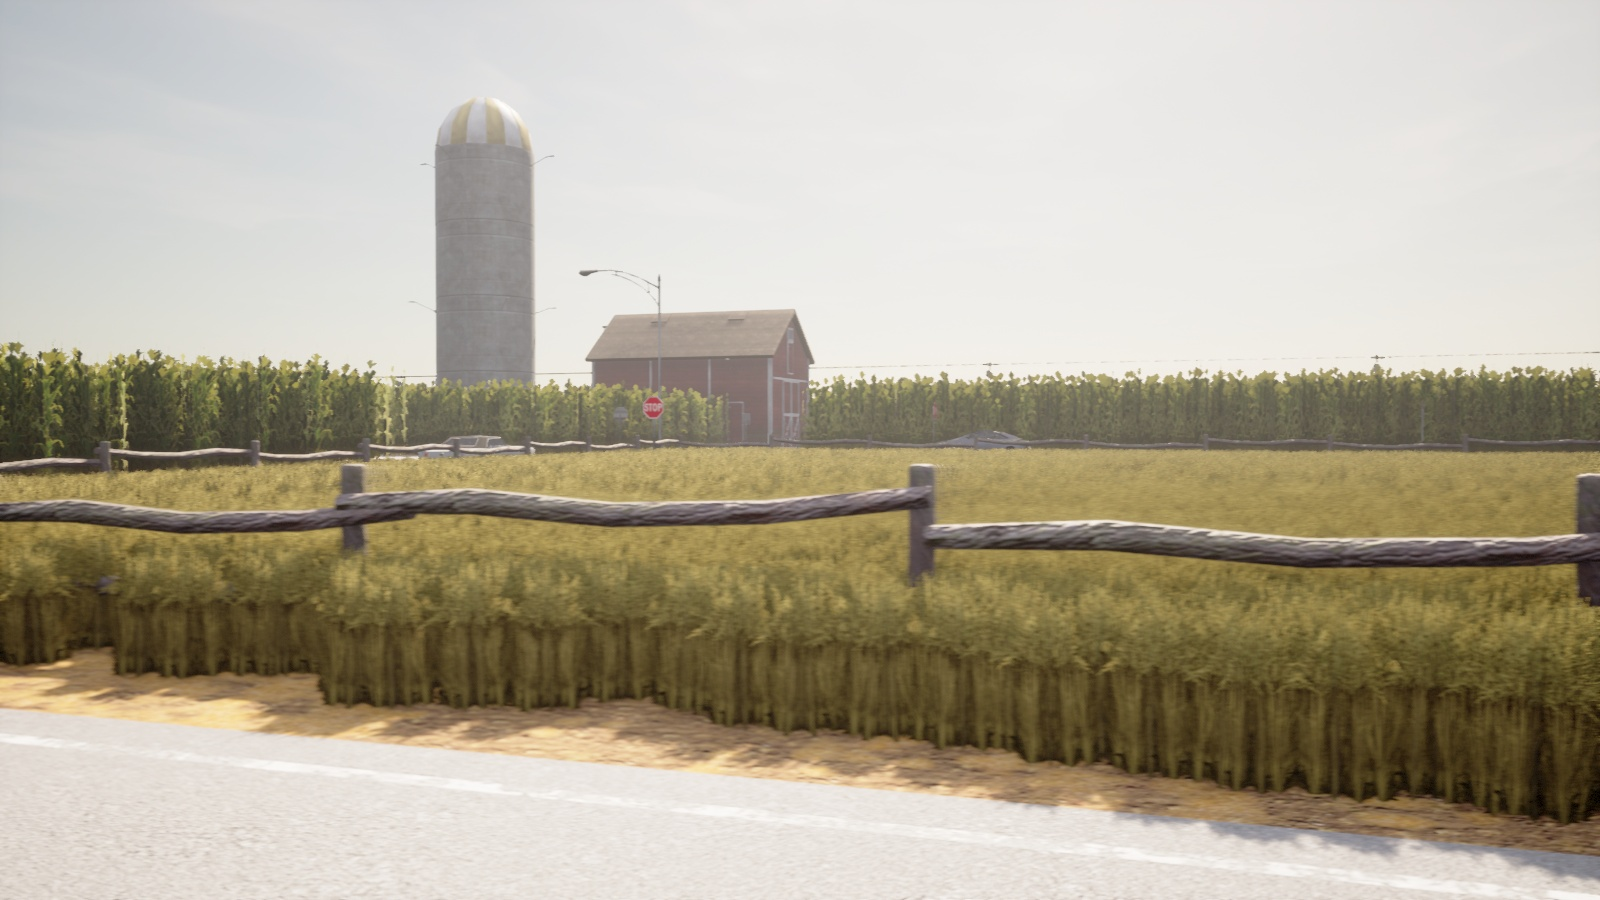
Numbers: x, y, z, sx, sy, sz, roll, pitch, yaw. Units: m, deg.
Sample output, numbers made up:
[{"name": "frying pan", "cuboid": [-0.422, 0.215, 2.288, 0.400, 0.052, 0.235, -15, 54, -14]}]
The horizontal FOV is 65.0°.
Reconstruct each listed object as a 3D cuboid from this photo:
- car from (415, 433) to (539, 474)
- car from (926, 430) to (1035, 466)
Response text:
[{"name": "car", "cuboid": [-11.093, 0.072, 43.503, 1.895, 1.301, 4.718, 1, 1, 19]}, {"name": "car", "cuboid": [7.561, -0.095, 52.517, 4.181, 1.385, 1.994, 1, 1, 19]}]
